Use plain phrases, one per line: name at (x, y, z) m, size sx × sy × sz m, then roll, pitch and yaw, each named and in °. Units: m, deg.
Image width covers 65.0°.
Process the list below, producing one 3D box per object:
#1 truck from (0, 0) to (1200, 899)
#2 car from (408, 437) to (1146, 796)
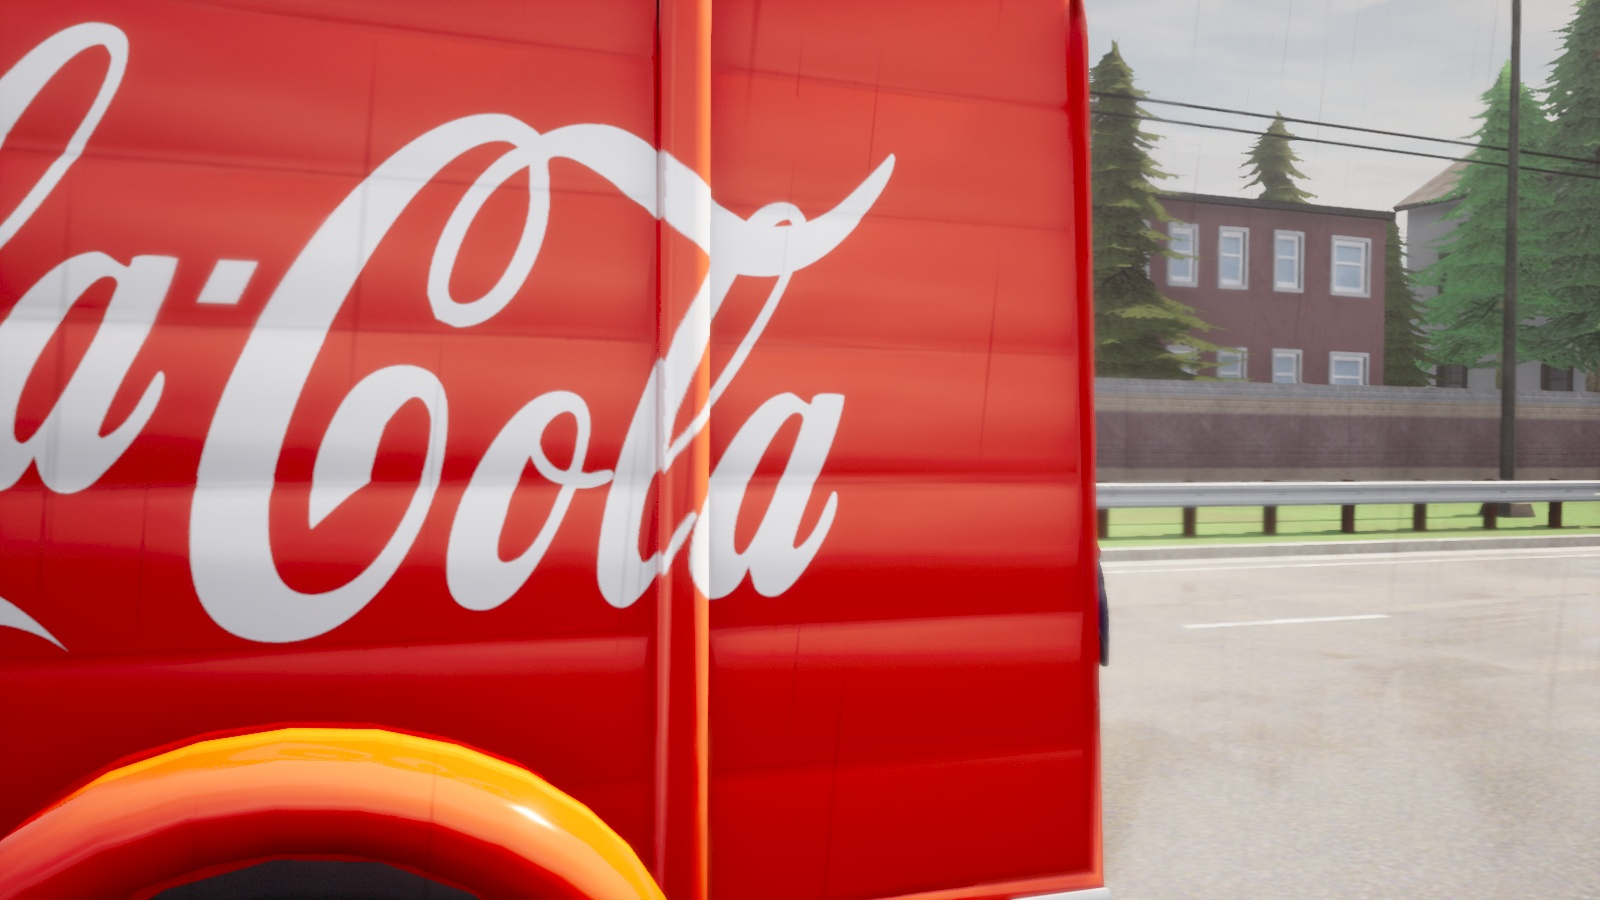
truck at (-2.239, 0.296, 2.384) m, size 5.204 × 2.467 × 2.627 m, roll -1°, pitch 1°, yaw -21°
car at (-0.188, 0.701, 6.912) m, size 3.633 × 1.501 × 1.845 m, roll -1°, pitch 1°, yaw -21°
